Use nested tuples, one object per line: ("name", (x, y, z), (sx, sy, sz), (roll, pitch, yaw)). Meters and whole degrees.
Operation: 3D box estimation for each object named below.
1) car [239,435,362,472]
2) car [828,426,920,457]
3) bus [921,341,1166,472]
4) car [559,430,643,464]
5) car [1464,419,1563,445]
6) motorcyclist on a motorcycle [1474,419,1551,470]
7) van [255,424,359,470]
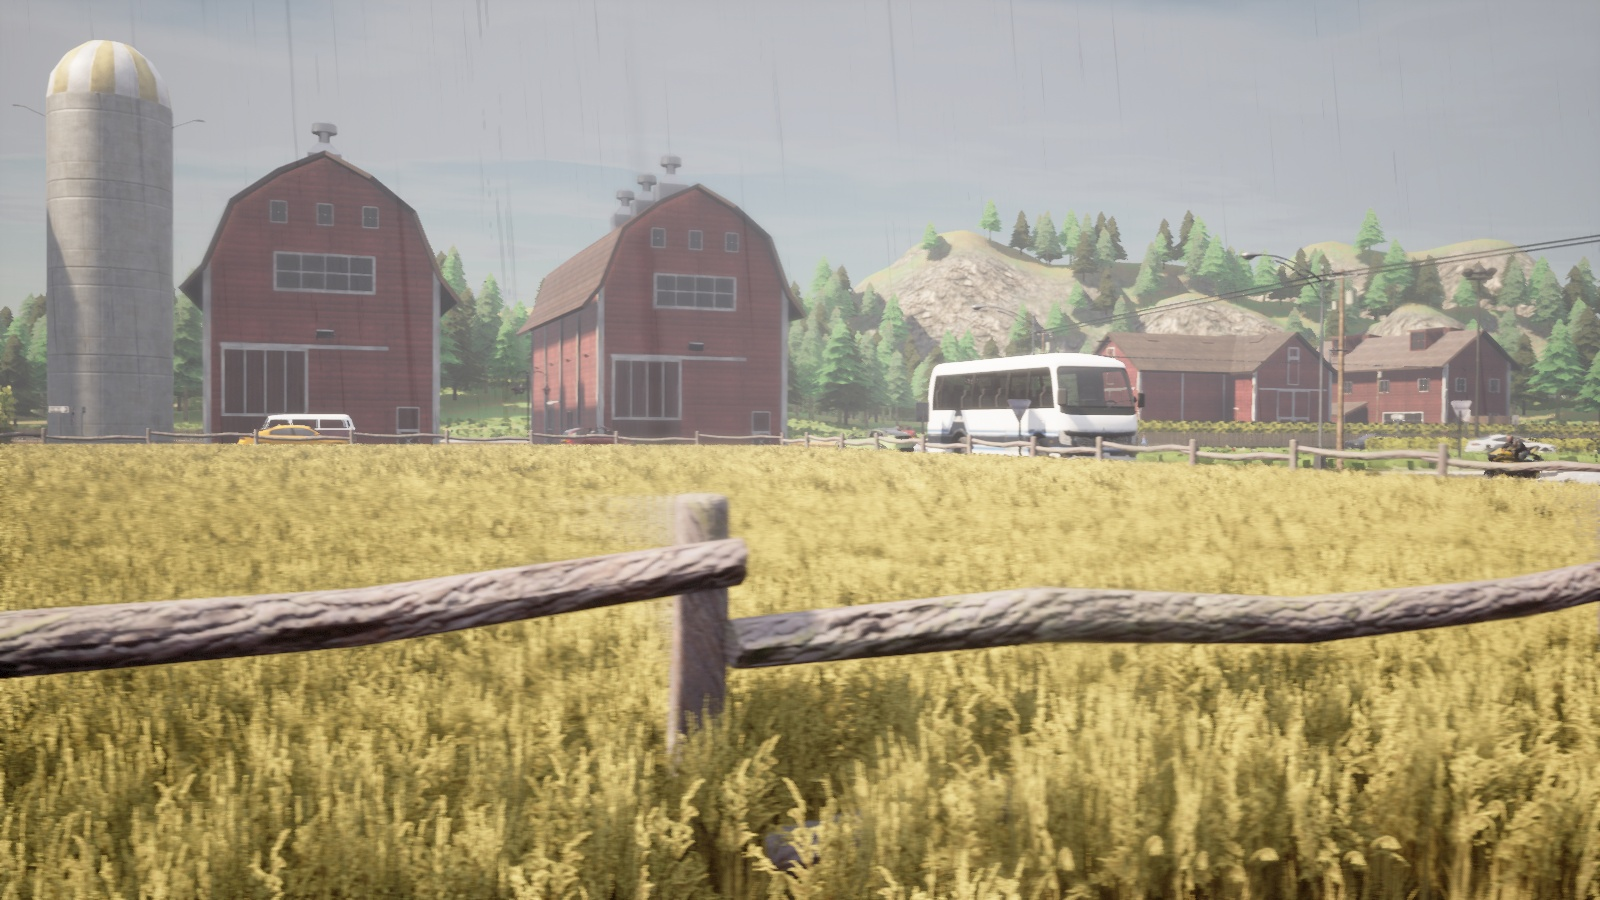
("car", (-22.371, 0.121, 56.302), (5.008, 1.535, 1.882), (-1, 1, -24))
("car", (3.730, -0.442, 63.941), (2.007, 1.525, 4.514), (-2, 1, -43))
("bus", (8.547, -1.508, 46.166), (3.944, 4.253, 10.273), (-1, 1, -21))
("car", (-9.799, -0.162, 61.907), (3.705, 1.549, 1.789), (-1, 1, -24))
("car", (41.141, -1.053, 72.515), (4.674, 1.442, 1.812), (-1, 1, 14))
("motorcyclist on a motorcycle", (22.327, -0.178, 39.350), (2.191, 1.530, 0.866), (-1, 1, -19))
("van", (-23.421, -0.177, 59.635), (4.480, 2.038, 2.069), (-1, 1, -24))
